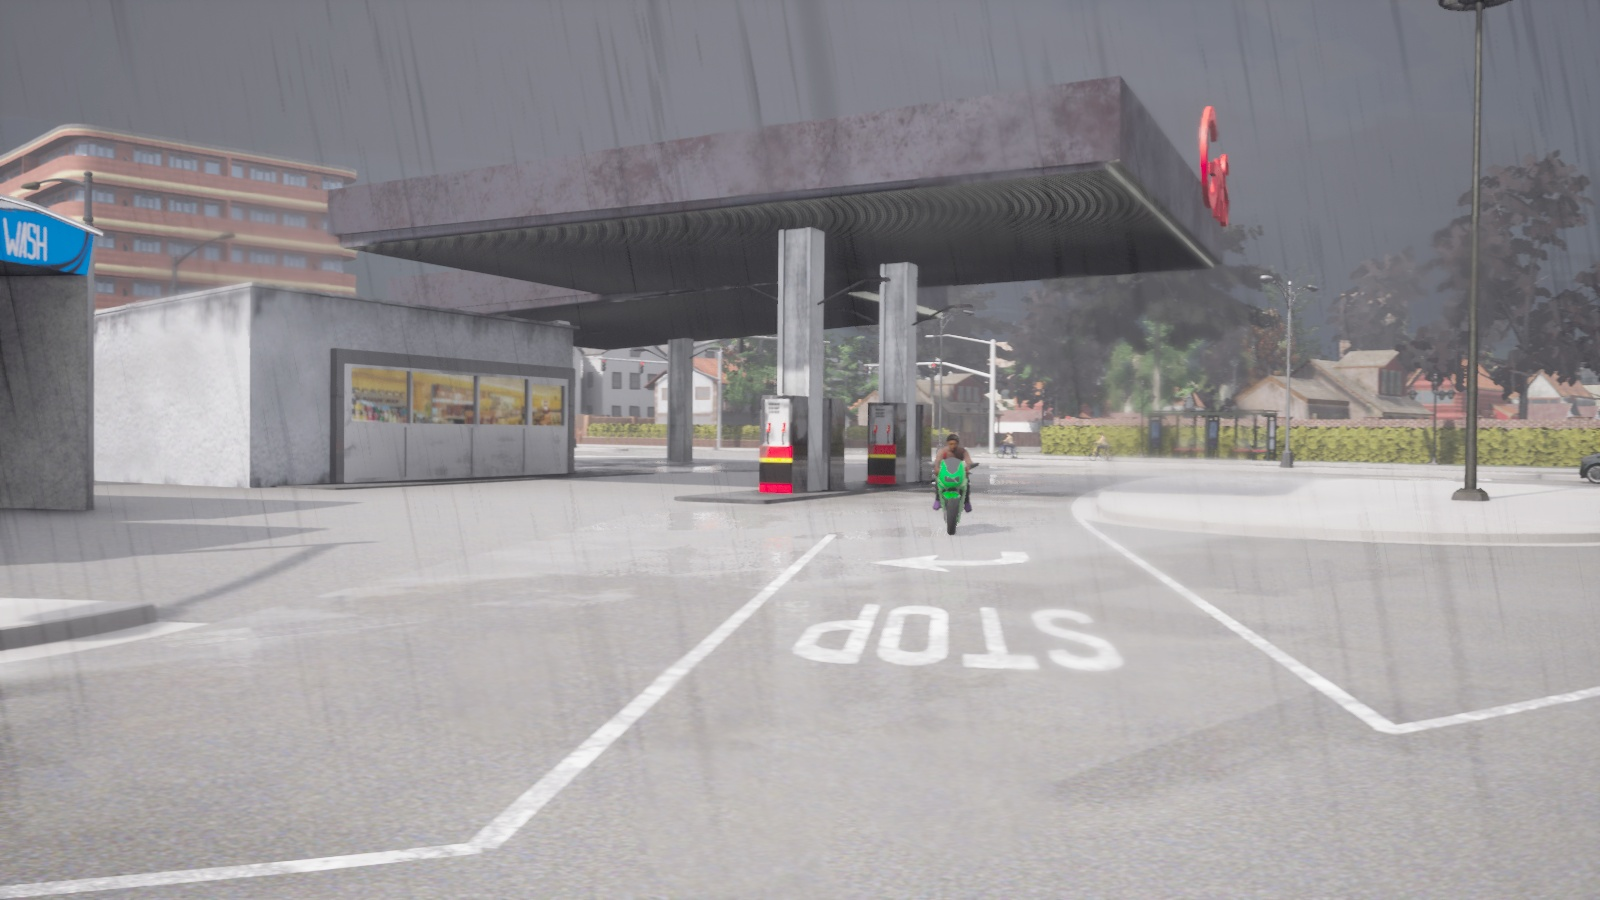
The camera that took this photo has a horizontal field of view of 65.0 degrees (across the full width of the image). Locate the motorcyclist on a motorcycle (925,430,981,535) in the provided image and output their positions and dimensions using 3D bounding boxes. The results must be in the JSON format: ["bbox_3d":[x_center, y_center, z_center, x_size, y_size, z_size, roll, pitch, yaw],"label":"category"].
[{"bbox_3d":[2.377,0.461,19.399,0.797,1.523,2.044,0,1,8],"label":"motorcyclist on a motorcycle"}]

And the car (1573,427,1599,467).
[{"bbox_3d":[29.115,-0.115,42.999,4.181,1.385,1.994,0,1,44],"label":"car"}]
